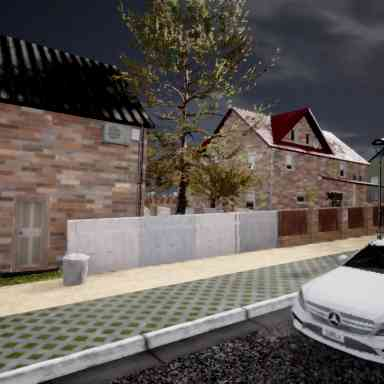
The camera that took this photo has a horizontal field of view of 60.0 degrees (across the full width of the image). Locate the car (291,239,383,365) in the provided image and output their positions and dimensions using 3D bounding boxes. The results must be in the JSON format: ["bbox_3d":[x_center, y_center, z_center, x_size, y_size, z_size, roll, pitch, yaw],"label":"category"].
[{"bbox_3d":[3.683,1.533,5.567,4.674,1.442,1.812,0,0,-35],"label":"car"}]
